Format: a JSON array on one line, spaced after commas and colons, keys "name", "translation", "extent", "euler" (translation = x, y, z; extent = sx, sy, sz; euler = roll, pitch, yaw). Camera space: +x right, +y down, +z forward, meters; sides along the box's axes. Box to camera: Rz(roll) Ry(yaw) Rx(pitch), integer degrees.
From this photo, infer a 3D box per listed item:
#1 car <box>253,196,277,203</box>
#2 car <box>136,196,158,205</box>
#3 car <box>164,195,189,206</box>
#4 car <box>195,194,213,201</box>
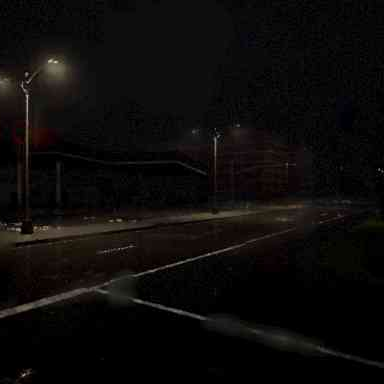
[{"name": "car", "translation": [15.236, 1.587, 69.985], "extent": [4.718, 1.301, 1.895], "euler": [0, 0, 34]}, {"name": "car", "translation": [-7.560, 1.453, 56.080], "extent": [1.970, 1.475, 3.806], "euler": [0, 0, 36]}, {"name": "car", "translation": [-2.430, 1.292, 53.384], "extent": [2.242, 1.667, 4.611], "euler": [0, 0, 36]}, {"name": "car", "translation": [2.636, 1.299, 78.715], "extent": [4.553, 1.767, 2.097], "euler": [0, 0, 34]}]
